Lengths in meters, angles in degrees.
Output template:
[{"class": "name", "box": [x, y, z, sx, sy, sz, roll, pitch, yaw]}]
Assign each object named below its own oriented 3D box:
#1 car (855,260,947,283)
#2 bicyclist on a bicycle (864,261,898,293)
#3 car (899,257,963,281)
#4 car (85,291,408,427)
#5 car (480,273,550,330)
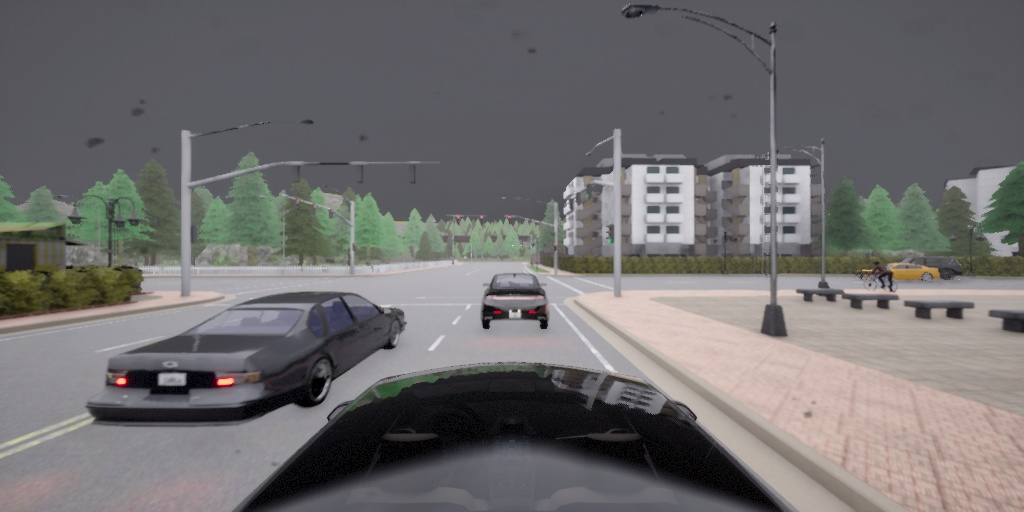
[{"class": "car", "box": [31.228, 1.319, 29.216, 5.008, 1.535, 1.882, 0, 0, 13]}, {"class": "bicyclist on a bicycle", "box": [19.390, 1.108, 18.896, 0.582, 1.620, 1.656, 0, 0, -3]}, {"class": "car", "box": [35.679, 1.071, 31.728, 5.566, 2.045, 2.150, 0, 0, 17]}, {"class": "car", "box": [-3.443, 1.313, 6.170, 2.033, 1.411, 5.357, 0, 0, 1]}, {"class": "car", "box": [0.084, 1.271, 11.272, 2.128, 1.511, 4.902, 0, 0, 0]}]
